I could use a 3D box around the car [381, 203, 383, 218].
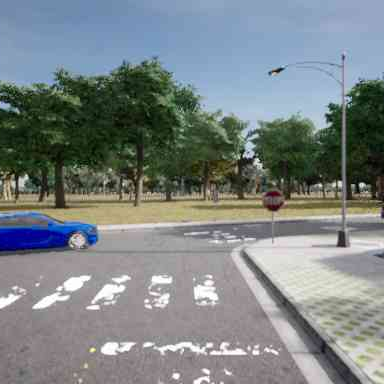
[{"bbox_3d":[15.232,1.143,22.277,5.566,2.045,2.150,0,0,-23],"label":"car"}]

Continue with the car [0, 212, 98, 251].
[{"bbox_3d":[-6.256,1.532,12.946,5.008,1.535,1.882,-1,0,-23],"label":"car"}]
